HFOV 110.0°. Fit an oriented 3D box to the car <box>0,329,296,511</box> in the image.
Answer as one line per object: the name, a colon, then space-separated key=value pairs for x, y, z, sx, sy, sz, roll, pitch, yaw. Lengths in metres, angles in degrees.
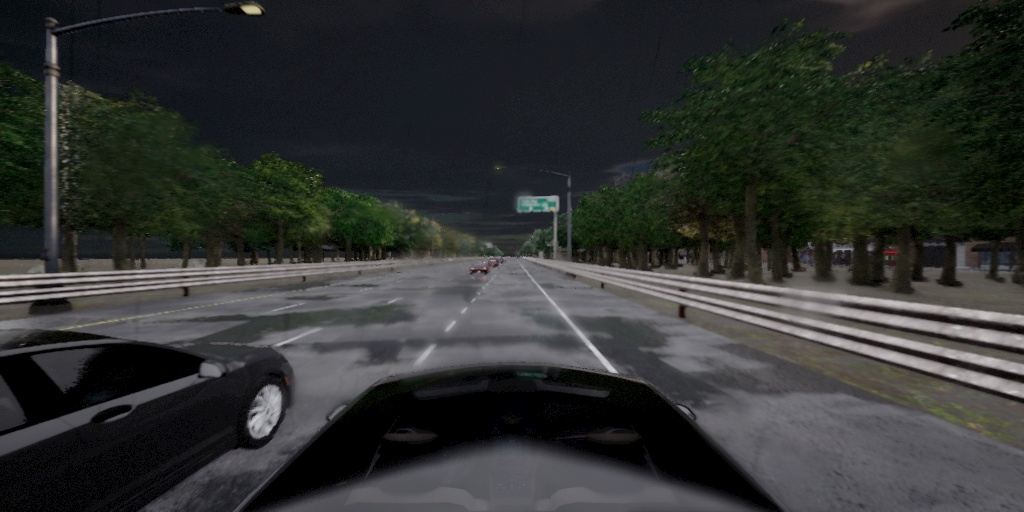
car: x=-3.500 y=1.255 z=2.322 sx=1.837 sy=1.490 sz=4.892 roll=0 pitch=0 yaw=0

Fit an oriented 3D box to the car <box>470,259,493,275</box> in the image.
car: x=-3.438 y=1.345 z=39.478 sx=1.895 sy=1.301 sz=4.718 roll=0 pitch=0 yaw=0

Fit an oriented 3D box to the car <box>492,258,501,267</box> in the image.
car: x=-3.339 y=1.247 z=63.626 sx=1.812 sy=1.442 sz=4.674 roll=0 pitch=0 yaw=0
